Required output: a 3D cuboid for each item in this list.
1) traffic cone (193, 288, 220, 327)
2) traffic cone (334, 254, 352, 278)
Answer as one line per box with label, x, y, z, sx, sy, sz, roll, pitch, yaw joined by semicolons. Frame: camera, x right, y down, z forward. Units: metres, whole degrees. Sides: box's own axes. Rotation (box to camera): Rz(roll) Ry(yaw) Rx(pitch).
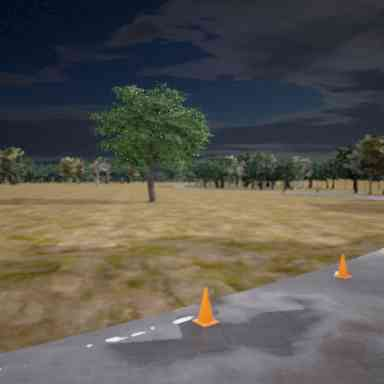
traffic cone;0.244;1.955;5.762;0.340;0.580;0.340;0;0;-38
traffic cone;4.020;1.948;8.835;0.340;0.580;0.340;0;0;-41
